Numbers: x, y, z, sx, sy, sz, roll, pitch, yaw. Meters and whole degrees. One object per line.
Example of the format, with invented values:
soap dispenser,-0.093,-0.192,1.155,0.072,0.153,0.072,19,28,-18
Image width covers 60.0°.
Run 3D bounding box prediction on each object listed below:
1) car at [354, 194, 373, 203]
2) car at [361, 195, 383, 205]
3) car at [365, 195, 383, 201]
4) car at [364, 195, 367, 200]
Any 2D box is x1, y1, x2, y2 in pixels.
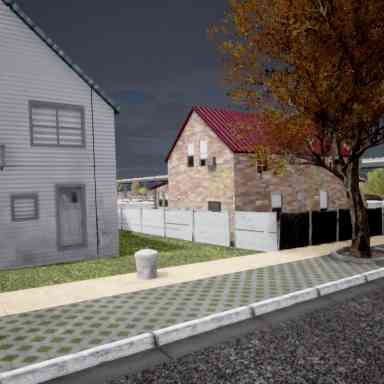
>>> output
car,38.571,1.440,74.914,2.097,1.767,4.553,-2,0,0
car,35.238,1.577,64.827,2.097,1.767,4.553,-2,0,0
car,31.908,1.506,58.670,2.150,2.045,5.566,-2,0,1
car,28.669,1.880,59.686,1.882,1.535,5.008,-2,0,1
